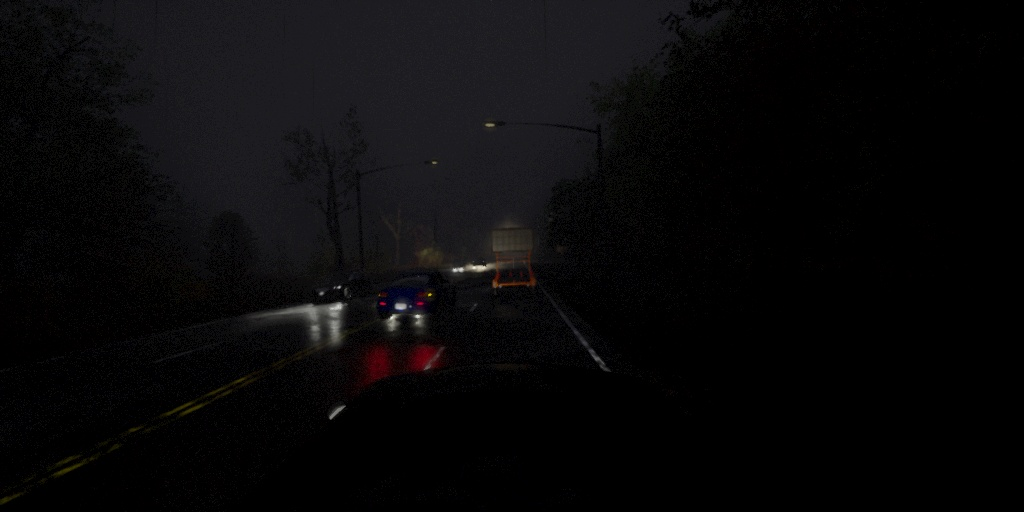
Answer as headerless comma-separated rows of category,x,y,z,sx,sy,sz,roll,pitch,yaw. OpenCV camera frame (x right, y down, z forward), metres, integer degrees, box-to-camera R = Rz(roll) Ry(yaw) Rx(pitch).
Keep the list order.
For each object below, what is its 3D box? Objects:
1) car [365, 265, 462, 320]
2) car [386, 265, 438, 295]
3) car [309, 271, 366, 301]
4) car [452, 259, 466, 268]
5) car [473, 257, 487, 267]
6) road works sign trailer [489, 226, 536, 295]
car,-3.066,1.219,12.224,1.812,1.442,4.674,0,0,0
car,-6.460,1.462,23.772,1.882,1.535,5.008,-3,0,1
car,-9.736,1.641,20.802,2.128,1.511,4.902,-3,0,1
car,-9.111,1.299,62.273,2.128,1.511,4.902,-3,0,2
car,-5.826,0.993,64.629,2.097,1.767,4.553,-3,0,2
road works sign trailer,0.155,0.181,20.064,2.380,3.560,2.880,0,0,1
